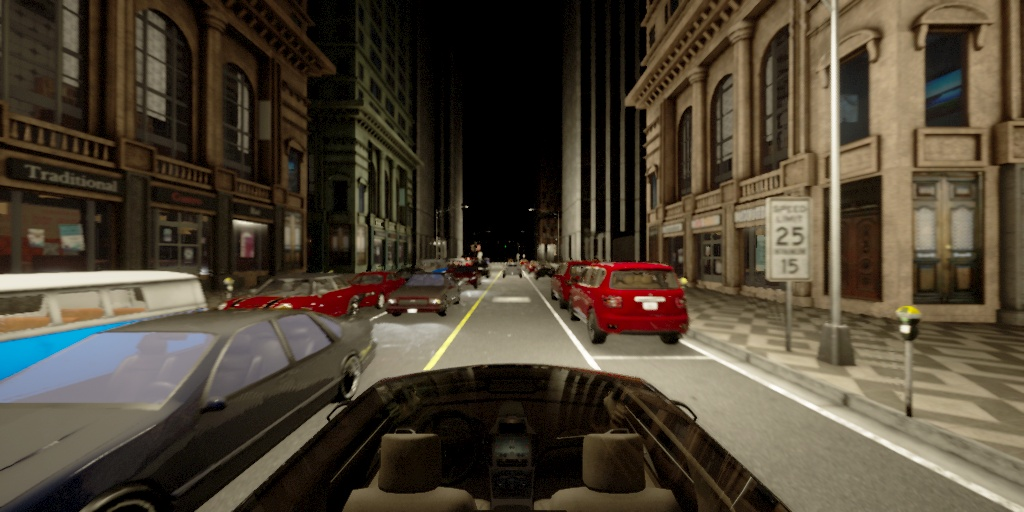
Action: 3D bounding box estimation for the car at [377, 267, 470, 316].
[{"bbox_3d":[-3.083,1.324,13.772,2.033,1.411,5.357,0,0,0],"label":"car"}]

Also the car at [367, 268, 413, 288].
[{"bbox_3d":[-5.750,1.324,15.009,1.888,1.381,4.507,0,0,0],"label":"car"}]

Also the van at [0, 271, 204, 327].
[{"bbox_3d":[-5.761,1.095,4.128,1.690,1.789,3.998,0,0,0],"label":"van"}]

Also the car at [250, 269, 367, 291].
[{"bbox_3d":[-5.755,1.206,9.568,1.967,1.591,4.097,0,0,0],"label":"car"}]

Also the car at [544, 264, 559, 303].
[{"bbox_3d":[2.775,1.097,15.009,2.192,1.841,5.009,0,0,0],"label":"car"}]

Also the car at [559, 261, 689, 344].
[{"bbox_3d":[2.770,1.084,9.569,2.192,1.841,5.009,0,0,0],"label":"car"}]

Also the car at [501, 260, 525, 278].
[{"bbox_3d":[0.037,1.358,35.153,1.812,1.442,4.674,0,0,0],"label":"car"}]

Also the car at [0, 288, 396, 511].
[{"bbox_3d":[-3.098,1.302,3.620,2.033,1.411,5.357,0,0,0],"label":"car"}]

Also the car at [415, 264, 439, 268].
[{"bbox_3d":[-5.745,1.358,20.450,1.948,1.339,4.313,0,0,0],"label":"car"}]

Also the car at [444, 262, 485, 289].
[{"bbox_3d":[-3.053,1.329,24.048,1.812,1.442,4.674,0,0,0],"label":"car"}]

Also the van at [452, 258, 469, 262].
[{"bbox_3d":[-5.730,1.175,36.774,1.690,1.789,3.998,0,0,0],"label":"van"}]

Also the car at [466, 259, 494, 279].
[{"bbox_3d":[-3.016,1.334,34.421,1.837,1.490,4.892,0,0,1],"label":"car"}]

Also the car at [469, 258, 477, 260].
[{"bbox_3d":[-5.725,1.163,42.216,2.192,1.841,5.009,0,0,0],"label":"car"}]

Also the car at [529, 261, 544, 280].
[{"bbox_3d":[2.791,1.375,31.332,2.007,1.370,4.403,0,0,0],"label":"car"}]

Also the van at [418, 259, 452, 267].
[{"bbox_3d":[-5.740,1.147,25.892,1.690,1.789,3.998,0,0,0],"label":"van"}]

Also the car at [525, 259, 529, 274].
[{"bbox_3d":[2.801,1.292,42.213,1.967,1.591,4.097,0,0,0],"label":"car"}]
